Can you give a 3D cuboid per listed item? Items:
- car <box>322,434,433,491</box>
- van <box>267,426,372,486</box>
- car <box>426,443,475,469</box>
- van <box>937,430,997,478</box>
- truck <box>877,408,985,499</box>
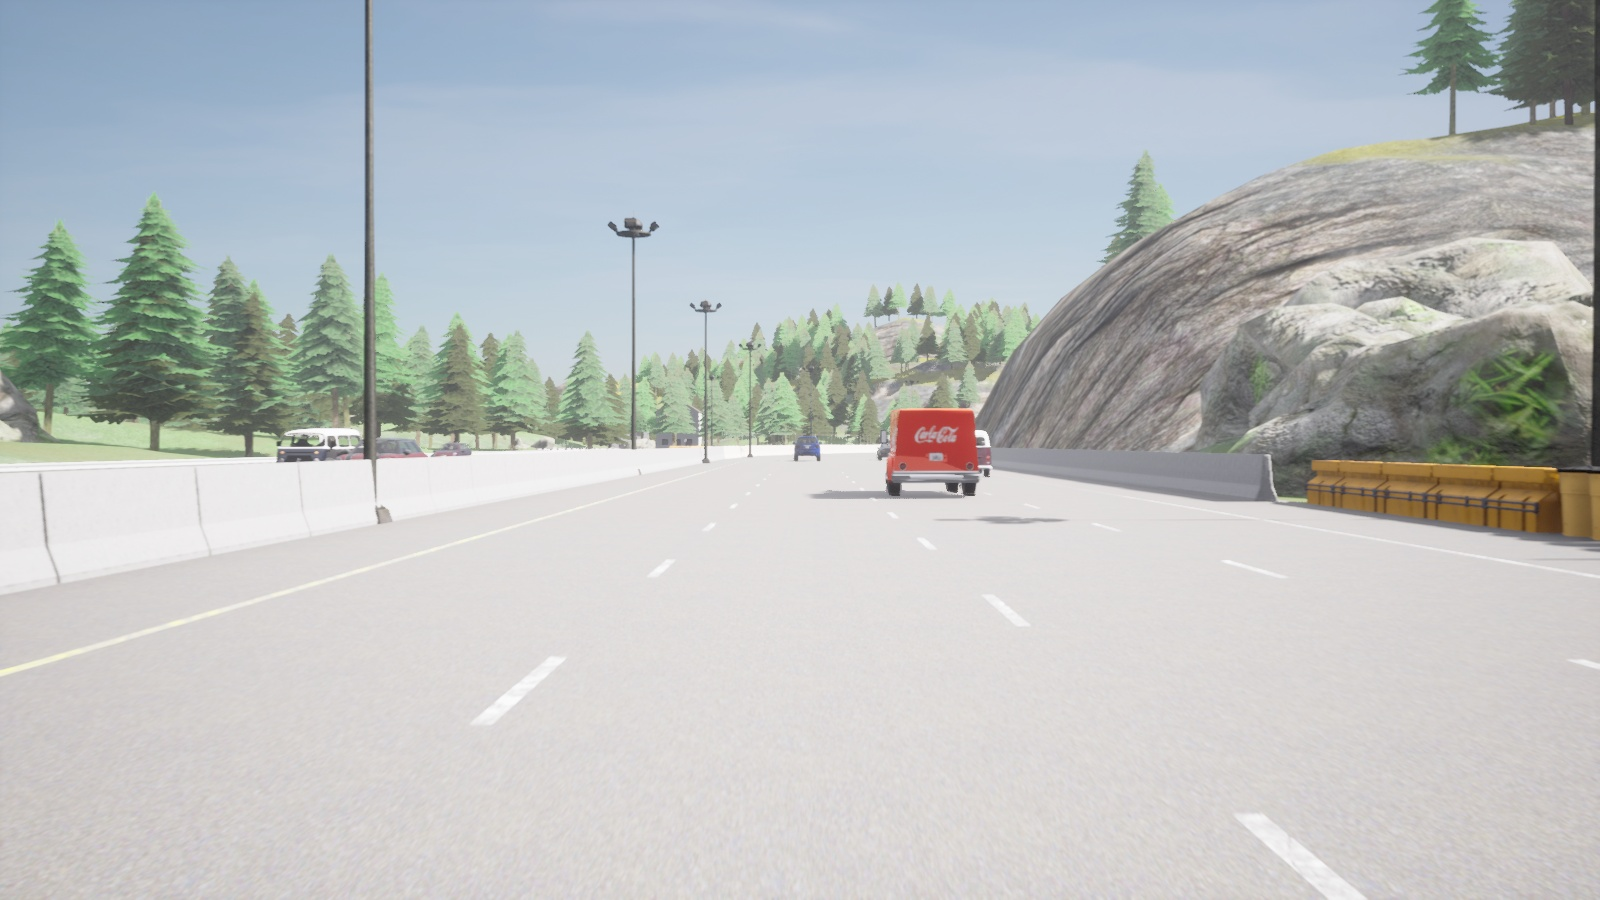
[{"bbox_3d":[-13.750,0.362,41.187,2.097,1.767,4.553,0,0,0],"label":"car"},{"bbox_3d":[-17.227,0.201,45.286,2.069,2.038,4.480,0,0,0],"label":"van"},{"bbox_3d":[-20.564,0.327,74.017,1.845,1.501,3.633,0,0,0],"label":"car"},{"bbox_3d":[7.332,0.162,55.637,2.069,2.038,4.480,0,0,0],"label":"van"},{"bbox_3d":[3.725,0.059,36.784,2.627,2.467,5.204,0,1,0],"label":"truck"}]
